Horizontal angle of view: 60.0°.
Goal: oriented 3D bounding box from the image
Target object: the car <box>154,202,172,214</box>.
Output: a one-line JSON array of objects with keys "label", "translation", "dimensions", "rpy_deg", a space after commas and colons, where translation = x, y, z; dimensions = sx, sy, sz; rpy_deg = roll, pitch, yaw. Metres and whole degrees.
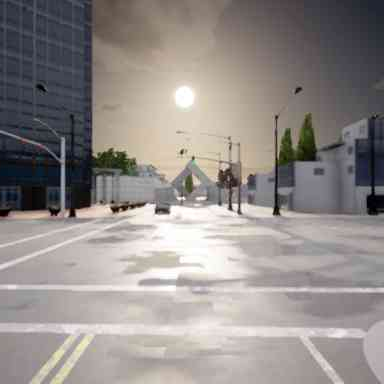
[{"label": "car", "translation": [-3.555, 1.951, 41.650], "dimensions": [2.033, 1.411, 5.357], "rpy_deg": [0, -1, 1]}]
